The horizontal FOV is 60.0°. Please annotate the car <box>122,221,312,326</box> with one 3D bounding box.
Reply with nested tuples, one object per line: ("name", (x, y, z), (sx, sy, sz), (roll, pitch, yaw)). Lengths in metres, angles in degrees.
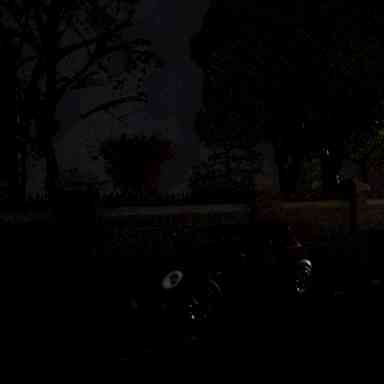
("car", (0.623, 1.437, 6.974), (4.097, 1.590, 1.967), (0, 0, -35))
